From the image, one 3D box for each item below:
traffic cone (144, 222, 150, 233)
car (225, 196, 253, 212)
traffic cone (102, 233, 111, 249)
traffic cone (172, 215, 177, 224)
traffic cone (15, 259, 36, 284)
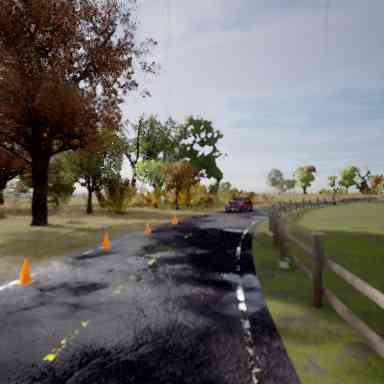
[{"bbox_3d":[-2.450,1.932,18.360,0.340,0.580,0.340,0,0,13],"label":"traffic cone"},{"bbox_3d":[5.327,1.263,37.286,2.097,1.767,4.553,0,0,26],"label":"car"},{"bbox_3d":[-3.424,1.940,13.311,0.340,0.580,0.340,0,0,9],"label":"traffic cone"},{"bbox_3d":[-1.184,1.917,23.345,0.340,0.580,0.340,0,0,16],"label":"traffic cone"},{"bbox_3d":[-4.103,1.941,8.212,0.340,0.580,0.340,0,0,6],"label":"traffic cone"}]
